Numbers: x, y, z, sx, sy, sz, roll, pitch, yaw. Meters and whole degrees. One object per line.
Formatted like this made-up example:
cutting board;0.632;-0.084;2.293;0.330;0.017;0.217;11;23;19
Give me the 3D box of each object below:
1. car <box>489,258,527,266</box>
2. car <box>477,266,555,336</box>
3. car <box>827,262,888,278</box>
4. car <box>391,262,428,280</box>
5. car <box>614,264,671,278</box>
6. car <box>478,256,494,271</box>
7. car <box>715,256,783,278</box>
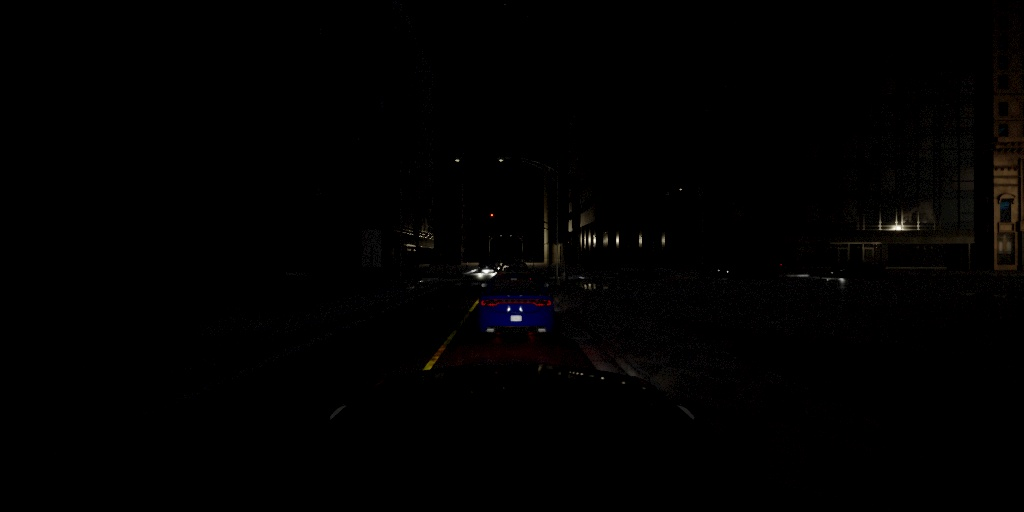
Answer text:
car;0.140;1.107;19.283;2.097;1.767;4.553;0;0;2
car;0.093;1.229;10.414;1.882;1.535;5.008;0;0;0
car;32.071;1.276;33.322;4.674;1.442;1.812;0;0;0
car;-9.628;1.224;30.071;5.008;1.535;1.882;0;0;0
car;12.024;1.371;33.308;4.718;1.301;1.895;0;0;3
car;-3.136;1.000;45.826;2.150;2.045;5.566;0;0;-2
car;21.975;0.986;33.326;5.566;2.045;2.150;0;0;-1
